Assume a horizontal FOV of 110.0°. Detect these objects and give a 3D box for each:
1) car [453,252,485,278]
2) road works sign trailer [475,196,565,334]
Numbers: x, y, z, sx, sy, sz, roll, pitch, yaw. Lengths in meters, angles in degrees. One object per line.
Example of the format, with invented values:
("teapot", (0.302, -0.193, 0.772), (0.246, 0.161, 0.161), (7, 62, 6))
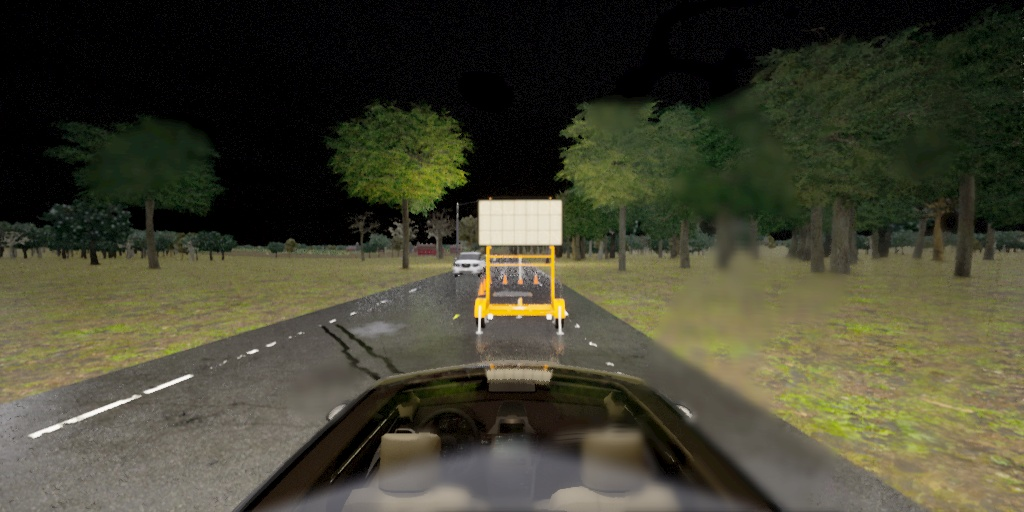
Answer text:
("car", (-3.539, 0.681, 30.388), (2.150, 2.045, 5.566), (0, 1, 0))
("road works sign trailer", (0.239, 0.125, 10.255), (2.380, 3.560, 2.880), (0, 0, 2))
